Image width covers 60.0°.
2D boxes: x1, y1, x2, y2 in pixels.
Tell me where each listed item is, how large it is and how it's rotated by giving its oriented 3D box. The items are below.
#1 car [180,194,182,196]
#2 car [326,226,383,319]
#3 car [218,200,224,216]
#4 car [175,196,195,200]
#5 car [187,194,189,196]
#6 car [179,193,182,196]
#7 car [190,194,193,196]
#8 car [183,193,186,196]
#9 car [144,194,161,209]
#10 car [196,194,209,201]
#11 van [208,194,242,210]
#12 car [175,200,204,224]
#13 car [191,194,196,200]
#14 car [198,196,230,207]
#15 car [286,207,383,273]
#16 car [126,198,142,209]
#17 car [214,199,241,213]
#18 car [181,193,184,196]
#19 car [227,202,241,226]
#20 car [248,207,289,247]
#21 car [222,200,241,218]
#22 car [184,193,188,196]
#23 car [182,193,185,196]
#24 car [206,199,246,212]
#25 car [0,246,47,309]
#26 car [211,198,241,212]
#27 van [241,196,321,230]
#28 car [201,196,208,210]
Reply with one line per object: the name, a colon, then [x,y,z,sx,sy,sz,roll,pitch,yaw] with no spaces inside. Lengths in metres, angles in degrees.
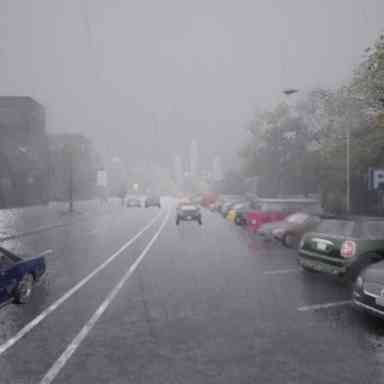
car: [-0.100,1.811,92.068,5.008,1.535,2.097,1,-1,-27]
car: [5.299,1.523,6.162,4.892,1.521,2.231,1,0,-20]
car: [4.896,1.629,26.958,4.674,1.452,2.002,1,0,-22]
car: [-0.986,1.600,41.978,1.882,1.535,5.008,0,0,-3]
car: [2.124,1.701,71.385,5.008,1.535,2.097,1,0,-25]
car: [-0.449,1.822,95.017,4.892,1.521,2.231,1,0,-27]
car: [2.636,1.674,65.470,5.008,1.535,2.097,1,-1,-25]
car: [0.914,1.763,83.213,5.008,1.535,2.097,1,-1,-26]
car: [-5.708,1.367,48.823,2.150,2.045,5.566,0,0,-3]
car: [3.966,1.366,47.706,5.566,2.045,2.435,1,0,-24]
van: [4.458,1.370,35.776,4.442,1.987,1.878,1,0,-23]
car: [-0.283,1.627,25.439,1.812,1.442,4.674,0,0,-2]
car: [2.859,1.692,62.495,4.792,1.488,2.163,1,0,-25]
car: [3.523,1.506,53.611,4.553,1.767,2.185,1,-1,-24]
car: [5.244,1.410,9.126,4.553,1.767,2.185,1,-1,-21]
car: [-8.551,1.639,49.248,2.128,1.511,4.902,0,0,-3]
car: [4.779,1.632,29.903,4.674,1.452,2.002,0,0,-22]
car: [0.285,1.671,89.126,4.553,1.767,2.185,1,0,-27]
car: [5.069,1.577,21.020,5.008,1.535,2.097,1,0,-22]
car: [5.199,1.600,15.076,4.674,1.452,2.002,1,0,-21]
car: [5.171,1.583,24.057,5.366,1.575,1.946,1,0,-22]
car: [1.247,1.747,80.254,5.008,1.535,2.097,1,0,-26]
car: [0.760,1.779,86.250,5.366,1.575,1.946,1,-1,-27]
car: [4.274,1.645,41.757,4.674,1.452,2.002,1,0,-23]
car: [-4.272,1.634,5.450,1.895,1.301,4.718,0,0,0]
car: [4.685,1.634,32.856,4.674,1.452,2.002,1,0,-23]
van: [5.252,1.345,18.096,4.442,1.987,1.878,1,0,-21]
car: [4.252,1.595,38.717,5.366,1.575,1.946,1,0,-23]
